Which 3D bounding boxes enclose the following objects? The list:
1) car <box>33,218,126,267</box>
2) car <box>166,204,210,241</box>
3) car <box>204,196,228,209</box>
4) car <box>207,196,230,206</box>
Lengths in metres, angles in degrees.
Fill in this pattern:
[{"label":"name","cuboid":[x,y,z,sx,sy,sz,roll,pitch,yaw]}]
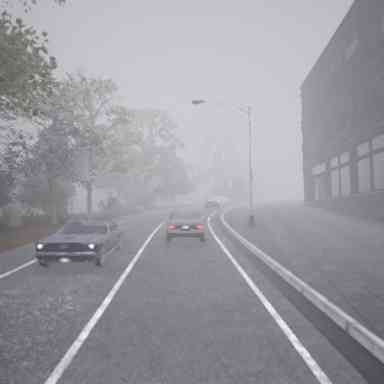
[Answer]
[{"label":"car","cuboid":[-3.608,1.602,11.505,1.895,1.301,4.718,0,0,-2]},{"label":"car","cuboid":[-0.296,1.540,16.629,2.033,1.411,5.357,0,0,-1]},{"label":"car","cuboid":[2.782,1.373,40.964,1.812,1.442,4.674,-2,0,17]},{"label":"car","cuboid":[4.312,1.412,53.194,1.812,1.442,4.674,-3,-1,29]}]
